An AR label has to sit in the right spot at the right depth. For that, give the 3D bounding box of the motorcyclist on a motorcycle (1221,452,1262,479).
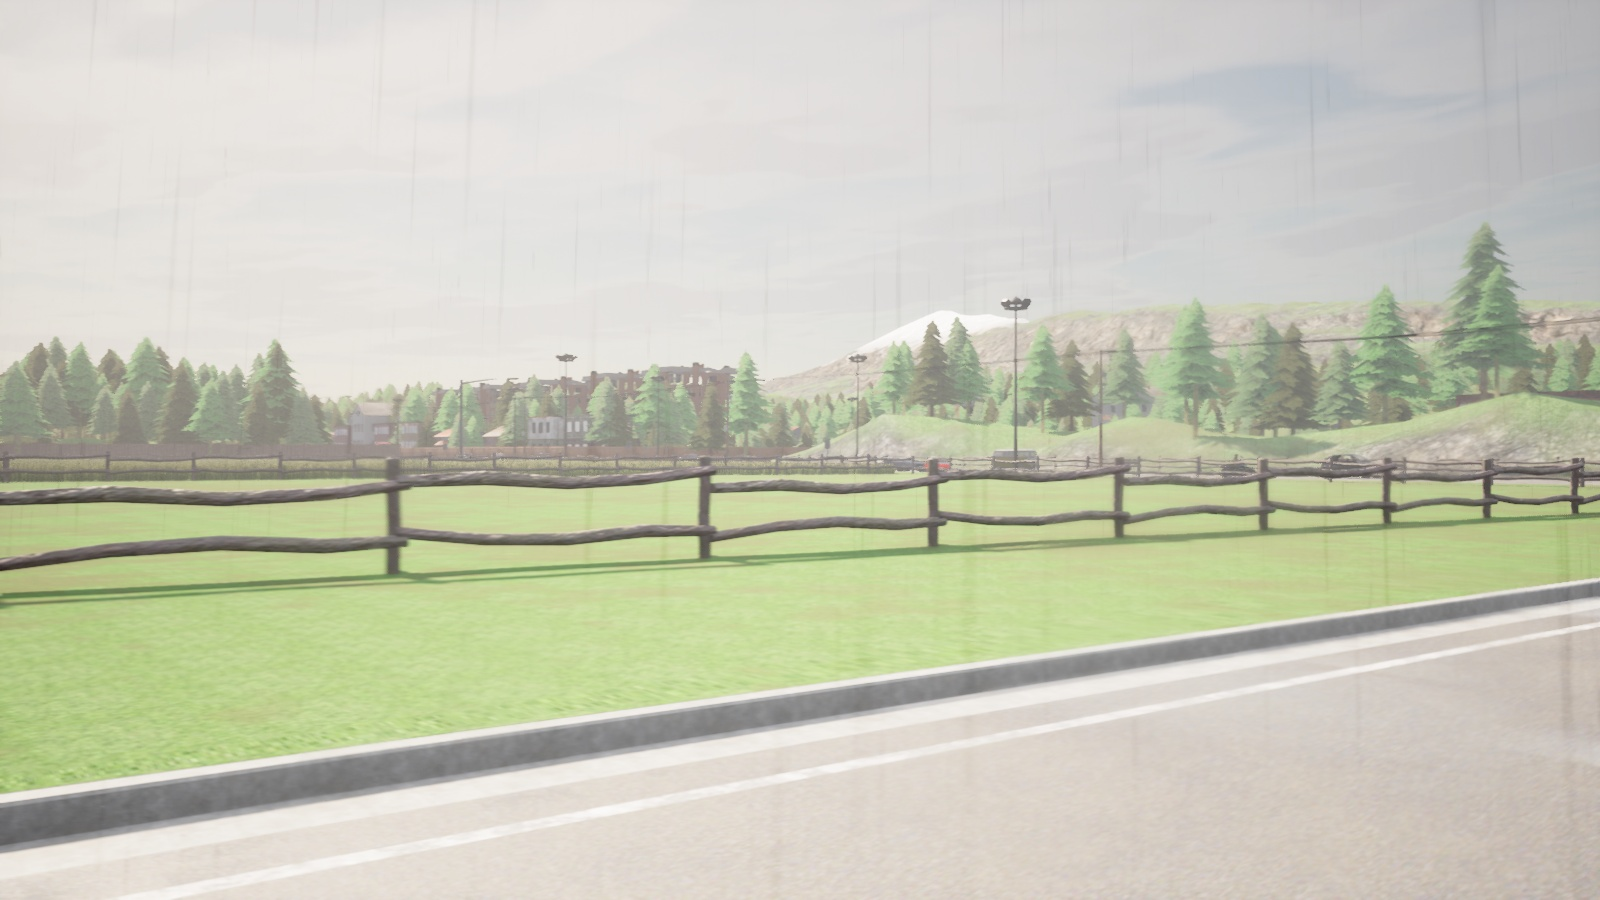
[{"bbox_3d":[26.896,0.926,76.497,0.766,1.649,2.350,0,0,-37],"label":"motorcyclist on a motorcycle"}]

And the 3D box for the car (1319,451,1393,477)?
[{"bbox_3d":[36.149,0.880,81.682,1.851,1.617,3.988,0,0,-37],"label":"car"}]
